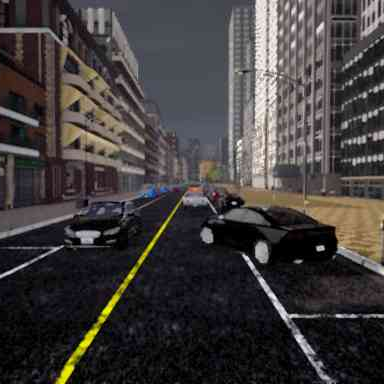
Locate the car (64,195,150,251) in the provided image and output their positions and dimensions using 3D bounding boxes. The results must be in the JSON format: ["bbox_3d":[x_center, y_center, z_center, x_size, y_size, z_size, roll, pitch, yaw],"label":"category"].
[{"bbox_3d":[-3.007,1.070,12.054,2.128,1.511,4.902,0,2,0],"label":"car"}]

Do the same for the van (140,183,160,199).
[{"bbox_3d":[-5.366,-0.067,41.255,1.690,1.788,3.998,0,2,0],"label":"van"}]

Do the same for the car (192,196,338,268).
[{"bbox_3d":[2.031,1.120,10.263,1.882,1.535,5.008,-1,2,-26],"label":"car"}]

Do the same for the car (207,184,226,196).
[{"bbox_3d":[2.972,0.223,35.672,1.967,1.590,4.097,0,2,0],"label":"car"}]

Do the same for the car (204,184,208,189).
[{"bbox_3d":[3.057,-0.036,46.716,2.008,1.369,4.403,0,2,0],"label":"car"}]

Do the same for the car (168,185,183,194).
[{"bbox_3d":[-2.555,-0.354,57.192,1.994,1.385,4.181,0,2,0],"label":"car"}]

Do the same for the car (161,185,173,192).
[{"bbox_3d":[-5.151,-0.776,68.860,2.008,1.369,4.403,0,2,0],"label":"car"}]

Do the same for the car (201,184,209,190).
[{"bbox_3d":[3.359,-1.310,85.353,2.008,1.369,4.403,0,2,0],"label":"car"}]

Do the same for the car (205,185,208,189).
[{"bbox_3d":[3.014,0.149,41.196,2.008,1.369,4.403,0,2,0],"label":"car"}]

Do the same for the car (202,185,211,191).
[{"bbox_3d":[3.273,-0.957,74.314,1.887,1.381,4.507,0,2,0],"label":"car"}]

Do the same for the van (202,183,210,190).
[{"bbox_3d":[3.316,-1.340,79.827,1.690,1.788,3.998,0,2,0],"label":"van"}]

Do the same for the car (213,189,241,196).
[{"bbox_3d":[2.885,0.720,24.638,1.947,1.339,4.313,0,2,0],"label":"car"}]

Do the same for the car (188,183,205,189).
[{"bbox_3d":[0.490,-0.361,50.421,2.097,1.767,4.553,0,2,0],"label":"car"}]

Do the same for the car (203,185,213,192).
[{"bbox_3d":[3.230,-0.755,68.795,1.947,1.339,4.313,0,2,0],"label":"car"}]

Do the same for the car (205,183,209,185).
[{"bbox_3d":[3.144,-0.515,57.750,1.967,1.590,4.097,0,2,0],"label":"car"}]

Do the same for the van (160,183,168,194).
[{"bbox_3d":[-5.236,-0.621,57.813,1.690,1.788,3.998,0,2,0],"label":"van"}]

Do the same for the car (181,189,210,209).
[{"bbox_3d":[0.290,0.653,27.641,1.895,1.301,4.718,0,2,1],"label":"car"}]

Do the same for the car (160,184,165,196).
[{"bbox_3d":[-5.323,-0.049,46.782,1.887,1.381,4.507,0,2,0],"label":"car"}]
